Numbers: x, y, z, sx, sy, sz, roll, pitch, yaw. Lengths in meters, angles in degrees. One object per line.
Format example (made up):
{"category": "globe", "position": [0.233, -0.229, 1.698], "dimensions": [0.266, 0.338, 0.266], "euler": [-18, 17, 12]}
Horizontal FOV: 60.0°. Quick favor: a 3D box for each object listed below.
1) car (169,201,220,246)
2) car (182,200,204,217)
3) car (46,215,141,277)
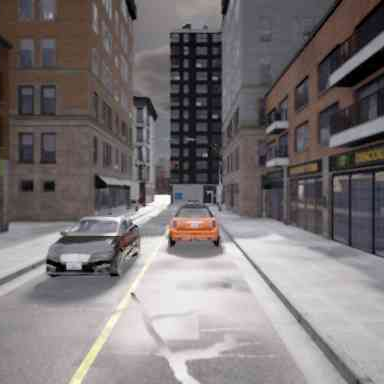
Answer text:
{"category": "car", "position": [0.093, 1.354, 15.461], "dimensions": [2.097, 1.767, 4.553], "euler": [0, 0, 0]}
{"category": "car", "position": [0.085, 1.554, 33.099], "dimensions": [2.033, 1.411, 5.357], "euler": [0, 0, 0]}
{"category": "car", "position": [-2.768, 1.494, 10.285], "dimensions": [2.128, 1.511, 4.902], "euler": [0, 0, 0]}
